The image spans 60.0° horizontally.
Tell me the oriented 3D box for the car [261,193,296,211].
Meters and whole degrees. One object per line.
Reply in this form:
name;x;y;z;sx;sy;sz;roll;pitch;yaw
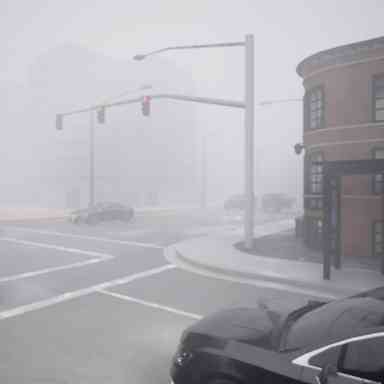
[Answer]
car;10.235;1.189;39.901;2.150;2.045;5.566;0;0;35

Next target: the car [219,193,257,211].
car;5.899;1.182;40.167;2.150;2.045;5.566;0;0;35

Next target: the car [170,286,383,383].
car;2.035;1.506;2.513;4.892;1.490;1.837;0;0;35

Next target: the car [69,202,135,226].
car;-6.146;1.453;23.127;2.128;1.511;4.902;0;0;35

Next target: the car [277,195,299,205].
car;15.489;1.179;53.575;1.837;1.490;4.892;0;0;35
